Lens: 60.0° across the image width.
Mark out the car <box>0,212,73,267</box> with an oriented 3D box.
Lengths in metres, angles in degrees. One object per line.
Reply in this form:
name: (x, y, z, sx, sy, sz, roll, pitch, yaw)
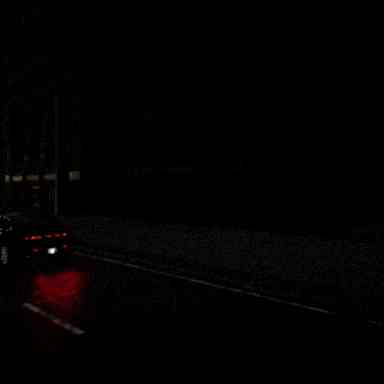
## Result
car: (-5.932, 1.466, 11.378, 4.892, 1.490, 1.837, 0, 0, 41)
